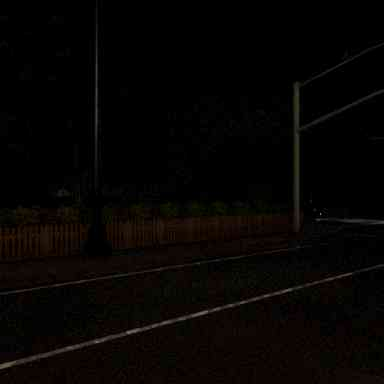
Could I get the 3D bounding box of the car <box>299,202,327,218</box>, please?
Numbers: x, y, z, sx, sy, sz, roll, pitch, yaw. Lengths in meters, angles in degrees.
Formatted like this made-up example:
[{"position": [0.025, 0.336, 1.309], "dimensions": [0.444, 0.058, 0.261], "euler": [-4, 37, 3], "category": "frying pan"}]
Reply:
[{"position": [9.856, 1.601, 30.557], "dimensions": [1.895, 1.301, 4.718], "euler": [0, 0, -35], "category": "car"}]
